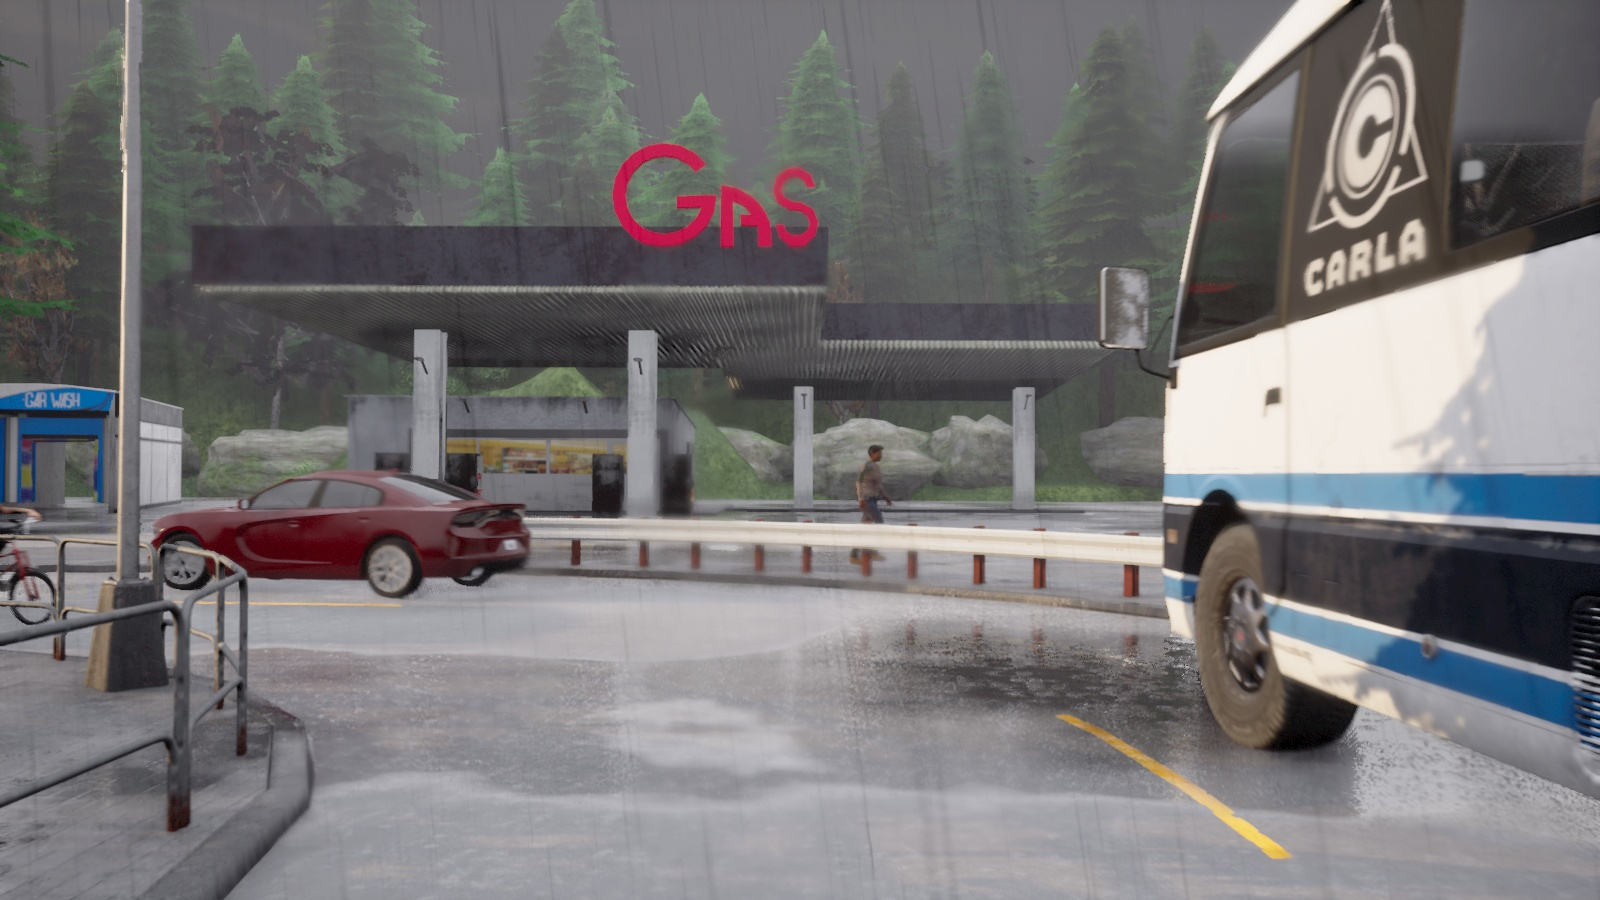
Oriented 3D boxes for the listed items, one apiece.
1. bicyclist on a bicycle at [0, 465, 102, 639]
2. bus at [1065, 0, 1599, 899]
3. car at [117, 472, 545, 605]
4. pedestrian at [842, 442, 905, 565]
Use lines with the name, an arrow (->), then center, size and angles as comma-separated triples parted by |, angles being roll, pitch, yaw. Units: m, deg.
bicyclist on a bicycle -> -7.823, 0.962, 12.272 | 1.509, 1.612, 0.866 | 0, 1, 8
bus -> 3.978, -0.519, 4.120 | 3.944, 4.253, 10.273 | 0, -1, -1
car -> -5.970, 1.053, 16.072 | 5.008, 1.535, 1.882 | 0, -1, 16
pedestrian -> 1.100, 0.797, 18.864 | 0.869, 1.805, 0.328 | -1, -1, 25
